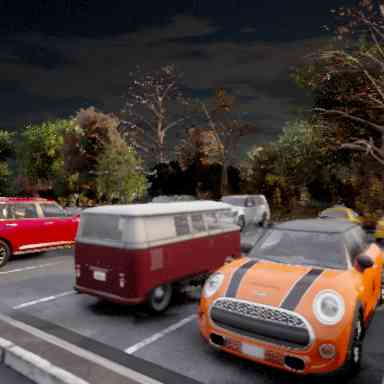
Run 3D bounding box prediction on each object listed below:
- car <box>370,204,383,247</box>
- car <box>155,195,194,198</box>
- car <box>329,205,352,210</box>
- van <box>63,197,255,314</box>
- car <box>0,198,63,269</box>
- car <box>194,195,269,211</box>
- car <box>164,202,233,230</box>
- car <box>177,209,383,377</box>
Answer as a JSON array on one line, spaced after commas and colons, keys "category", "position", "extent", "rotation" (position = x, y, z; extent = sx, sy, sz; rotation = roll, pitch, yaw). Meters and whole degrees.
[{"category": "car", "position": [9.813, 1.470, 15.600], "extent": [1.946, 1.575, 5.366], "rotation": [0, 0, 35]}, {"category": "car", "position": [-1.643, 1.232, 23.371], "extent": [2.435, 2.045, 5.566], "rotation": [0, 0, 35]}, {"category": "car", "position": [7.637, 1.458, 17.132], "extent": [1.946, 1.575, 5.366], "rotation": [0, 0, 35]}, {"category": "van", "position": [-0.402, 1.231, 7.703], "extent": [1.878, 1.987, 4.442], "rotation": [0, 0, 35]}, {"category": "car", "position": [-5.520, 1.207, 11.189], "extent": [2.435, 2.045, 5.566], "rotation": [0, 0, 35]}, {"category": "car", "position": [2.839, 1.204, 20.248], "extent": [2.435, 2.045, 5.566], "rotation": [0, 0, 35]}, {"category": "car", "position": [0.561, 1.469, 21.862], "extent": [2.231, 1.521, 4.892], "rotation": [0, 0, 35]}, {"category": "car", "position": [2.033, 1.341, 5.885], "extent": [2.185, 1.767, 4.553], "rotation": [1, 0, 35]}]
